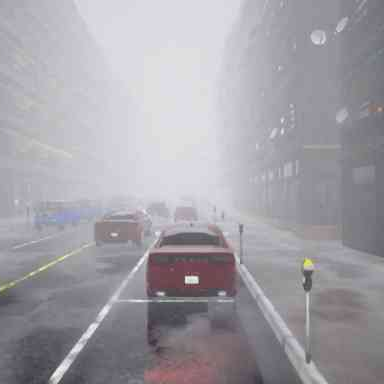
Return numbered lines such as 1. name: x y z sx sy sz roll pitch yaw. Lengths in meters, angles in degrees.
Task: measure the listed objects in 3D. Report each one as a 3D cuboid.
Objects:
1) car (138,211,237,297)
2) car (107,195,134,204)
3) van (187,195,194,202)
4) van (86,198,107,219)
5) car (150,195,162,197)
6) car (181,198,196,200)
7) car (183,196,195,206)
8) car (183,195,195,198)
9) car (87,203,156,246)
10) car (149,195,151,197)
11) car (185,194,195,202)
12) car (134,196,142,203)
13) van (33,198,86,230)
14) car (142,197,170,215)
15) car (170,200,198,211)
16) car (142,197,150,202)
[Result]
1. car: -0.006 1.482 8.653 1.882 1.535 5.008 0 0 0
2. car: -8.312 1.365 37.346 2.192 1.841 5.009 1 0 0
3. van: -0.469 1.576 87.068 1.690 1.788 3.998 1 0 0
4. van: -8.312 1.368 26.285 1.690 1.788 3.998 1 0 0
5. car: -8.314 1.471 70.528 2.192 1.841 5.009 1 0 0
6. car: -0.437 1.582 31.754 1.887 1.381 4.507 1 0 0
7. car: -0.470 1.553 59.411 1.967 1.590 4.097 1 0 0
8. car: -0.427 1.490 37.286 1.967 1.590 4.097 1 0 0
9. car: -3.015 1.489 15.377 1.882 1.535 5.008 0 0 0
10. car: -8.318 1.660 53.938 1.947 1.339 4.313 1 0 0
11. car: -0.468 1.521 81.536 2.192 1.841 5.009 1 0 0
12. car: -8.312 1.379 42.876 2.192 1.841 5.009 1 0 0
13. van: -8.311 1.359 20.753 1.690 1.788 3.998 2 0 0
14. car: -3.016 1.543 30.221 1.837 1.490 4.892 0 0 0
15. car: -0.436 1.572 26.224 1.887 1.381 4.507 1 0 0
16. car: -5.772 1.673 46.555 1.895 1.301 4.718 0 0 0
